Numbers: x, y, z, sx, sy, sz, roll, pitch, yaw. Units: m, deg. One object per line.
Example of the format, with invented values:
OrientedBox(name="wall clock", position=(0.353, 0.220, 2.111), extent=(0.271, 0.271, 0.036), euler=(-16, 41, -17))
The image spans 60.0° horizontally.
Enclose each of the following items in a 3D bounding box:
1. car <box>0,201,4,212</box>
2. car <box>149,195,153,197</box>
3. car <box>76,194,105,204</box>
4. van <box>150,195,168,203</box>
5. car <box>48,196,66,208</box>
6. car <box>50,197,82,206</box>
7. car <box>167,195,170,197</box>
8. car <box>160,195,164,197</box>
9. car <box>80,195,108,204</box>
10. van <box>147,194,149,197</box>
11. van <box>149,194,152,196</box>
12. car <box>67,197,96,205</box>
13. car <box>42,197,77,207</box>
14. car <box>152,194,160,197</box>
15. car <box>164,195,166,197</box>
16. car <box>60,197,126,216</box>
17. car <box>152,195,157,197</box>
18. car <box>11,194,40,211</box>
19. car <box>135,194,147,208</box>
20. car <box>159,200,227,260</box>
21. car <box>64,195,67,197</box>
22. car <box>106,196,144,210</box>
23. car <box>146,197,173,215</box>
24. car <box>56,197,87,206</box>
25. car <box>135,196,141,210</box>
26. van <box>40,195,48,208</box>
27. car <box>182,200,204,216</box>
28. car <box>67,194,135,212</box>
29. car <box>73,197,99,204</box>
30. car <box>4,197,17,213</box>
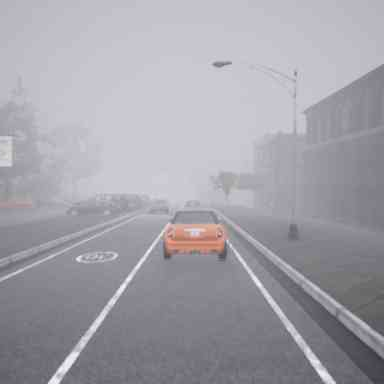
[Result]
OrientedBox(name="car", position=(-21.931, 1.464, 32.821), extent=(5.008, 1.535, 2.097), euler=(0, 0, 0))
OrientedBox(name="car", position=(-8.844, 1.591, 49.627), extent=(4.892, 1.521, 2.231), euler=(0, -1, 0))
OrientedBox(name="car", position=(-21.930, 1.560, 71.809), extent=(5.566, 2.045, 2.435), euler=(0, -1, 0))
OrientedBox(name="van", position=(-8.787, 1.795, 88.870), extent=(4.442, 1.987, 1.878), euler=(0, -1, 0))
OrientedBox(name="car", position=(-21.927, 1.629, 49.527), extent=(4.674, 1.452, 2.002), euler=(0, -1, 0))
OrientedBox(name="car", position=(-21.911, 1.695, 57.884), extent=(4.792, 1.488, 2.163), euler=(0, -1, 0))
OrientedBox(name="car", position=(-8.894, 1.986, 86.064), extent=(5.008, 1.535, 2.097), euler=(0, -1, 0))
OrientedBox(name="car", position=(-8.871, 1.780, 69.248), extent=(5.008, 1.535, 2.097), euler=(0, -1, 0))
OrientedBox(name="car", position=(-21.935, 1.593, 74.471), extent=(5.566, 2.045, 2.435), euler=(0, -1, 0))
OrientedBox(name="van", position=(-8.732, 1.338, 46.825), extent=(4.442, 1.987, 1.878), euler=(0, -1, 0))
OrientedBox(name="van", position=(-8.970, 1.389, 52.431), extent=(4.442, 1.987, 1.878), euler=(0, -1, 0))
OrientedBox(name="car", position=(-21.946, 1.748, 66.238), extent=(5.008, 1.535, 2.097), euler=(0, -1, 0))
OrientedBox(name="car", position=(-21.931, 1.640, 55.099), extent=(5.008, 1.535, 2.097), euler=(0, -1, 0))
OrientedBox(name="car", position=(-8.889, 1.415, 58.039), extent=(5.566, 2.045, 2.435), euler=(0, -1, 0))
OrientedBox(name="car", position=(-8.913, 1.878, 74.851), extent=(4.792, 1.488, 2.163), euler=(0, -1, 0))
OrientedBox(name="car", position=(-8.842, 1.455, 30.008), extent=(4.892, 1.521, 2.231), euler=(0, 0, 0))
OrientedBox(name="car", position=(-8.851, 1.641, 55.233), extent=(5.008, 1.535, 2.097), euler=(0, -1, 0))
OrientedBox(name="car", position=(-21.894, 1.391, 41.177), extent=(4.553, 1.767, 2.185), euler=(0, 0, 0))
OrientedBox(name="car", position=(-8.873, 1.265, 41.220), extent=(5.566, 2.045, 2.435), euler=(0, 0, 0))
OrientedBox(name="car", position=(0.098, 1.341, 12.571), extent=(2.097, 1.767, 4.553), euler=(0, 0, 0))
OrientedBox(name="car", position=(-21.747, 1.612, 52.313), extent=(5.366, 1.575, 1.946), euler=(0, -1, 0))
OrientedBox(name="car", position=(-8.814, 1.413, 44.020), extent=(4.553, 1.767, 2.185), euler=(0, -1, 0))
OrientedBox(name="car", position=(-3.250, 1.501, 34.426), extent=(1.837, 1.490, 4.892), euler=(0, -1, 0))
OrientedBox(name="car", position=(-21.973, 1.721, 60.669), extent=(4.792, 1.488, 2.163), euler=(0, -1, 0))
OrientedBox(name="car", position=(-8.851, 1.496, 38.413), extent=(4.892, 1.521, 2.231), euler=(0, 0, 0))
OrientedBox(name="van", position=(-22.042, 1.312, 43.958), extent=(4.442, 1.987, 1.878), euler=(0, 0, 0))
OrientedBox(name="car", position=(0.099, 1.538, 33.585), extent=(2.033, 1.411, 5.357), euler=(0, 0, 0))
OrientedBox(name="car", position=(-8.875, 1.213, 32.810), extent=(5.566, 2.045, 2.435), euler=(0, 0, 0))
OrientedBox(name="car", position=(-21.953, 1.817, 68.899), extent=(4.674, 1.452, 2.002), euler=(0, -1, 0))
OrientedBox(name="car", position=(-21.927, 1.518, 35.607), extent=(4.674, 1.452, 2.002), euler=(0, 0, 0))
